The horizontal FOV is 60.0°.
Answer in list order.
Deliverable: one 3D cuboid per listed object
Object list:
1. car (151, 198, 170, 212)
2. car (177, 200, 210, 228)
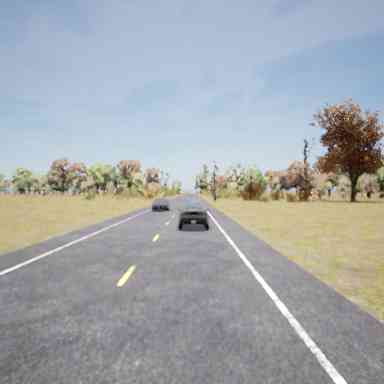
[{"bbox_3d":[-3.588,1.449,38.890,1.882,1.535,5.008,0,0,0],"label":"car"},{"bbox_3d":[0.102,1.489,21.846,1.837,1.490,4.892,0,0,0],"label":"car"}]
